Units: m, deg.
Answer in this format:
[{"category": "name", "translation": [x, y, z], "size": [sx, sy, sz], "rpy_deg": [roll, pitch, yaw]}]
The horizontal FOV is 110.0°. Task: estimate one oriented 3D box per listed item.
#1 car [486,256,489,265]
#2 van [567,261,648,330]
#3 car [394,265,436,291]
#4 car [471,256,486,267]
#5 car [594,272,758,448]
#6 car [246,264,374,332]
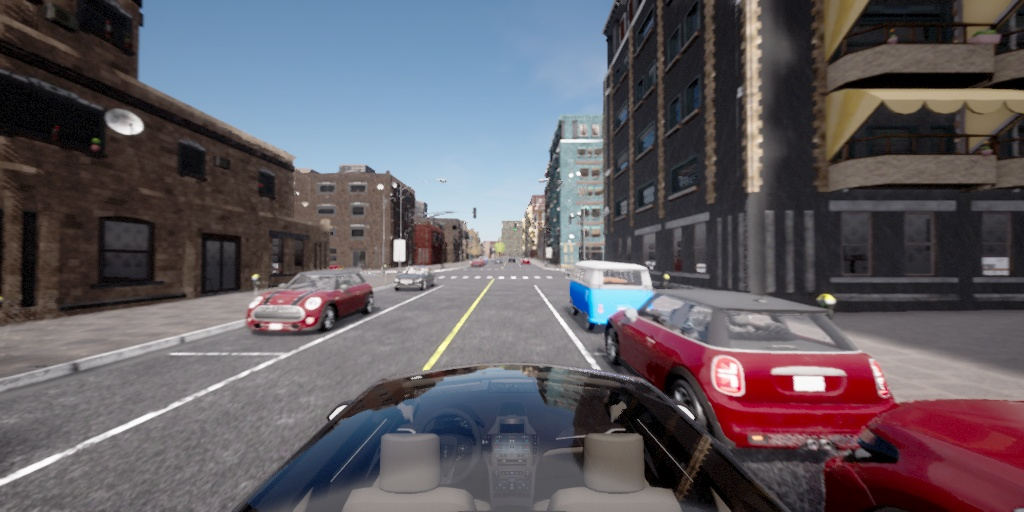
[{"category": "car", "translation": [-5.696, 1.102, 65.074], "size": [1.888, 1.381, 4.507], "rpy_deg": [0, 0, 0]}, {"category": "van", "translation": [2.690, 1.064, 10.615], "size": [1.690, 1.789, 3.998], "rpy_deg": [0, 0, 0]}, {"category": "car", "translation": [-5.692, 1.242, 21.436], "size": [2.007, 1.370, 4.403], "rpy_deg": [0, 0, 0]}, {"category": "car", "translation": [-5.772, 1.120, 59.392], "size": [1.888, 1.381, 4.507], "rpy_deg": [0, 0, 0]}, {"category": "car", "translation": [2.690, 1.179, 5.208], "size": [1.967, 1.591, 4.097], "rpy_deg": [0, 0, 0]}, {"category": "car", "translation": [-5.691, 1.163, 10.622], "size": [1.967, 1.591, 4.097], "rpy_deg": [0, 0, 0]}]
